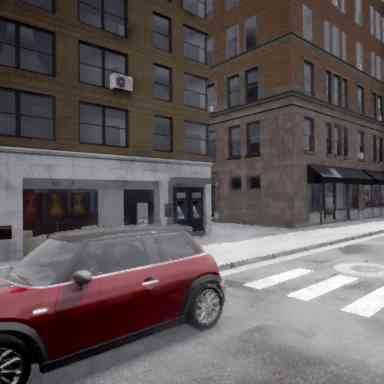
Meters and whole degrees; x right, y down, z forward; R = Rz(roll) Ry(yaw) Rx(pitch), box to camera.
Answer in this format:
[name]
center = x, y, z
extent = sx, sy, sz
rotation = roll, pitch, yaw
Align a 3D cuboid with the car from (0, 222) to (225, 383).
[car]
center = -1.643, 1.372, 5.110
extent = 4.553, 1.767, 2.097
rotation = -1, -1, -41
